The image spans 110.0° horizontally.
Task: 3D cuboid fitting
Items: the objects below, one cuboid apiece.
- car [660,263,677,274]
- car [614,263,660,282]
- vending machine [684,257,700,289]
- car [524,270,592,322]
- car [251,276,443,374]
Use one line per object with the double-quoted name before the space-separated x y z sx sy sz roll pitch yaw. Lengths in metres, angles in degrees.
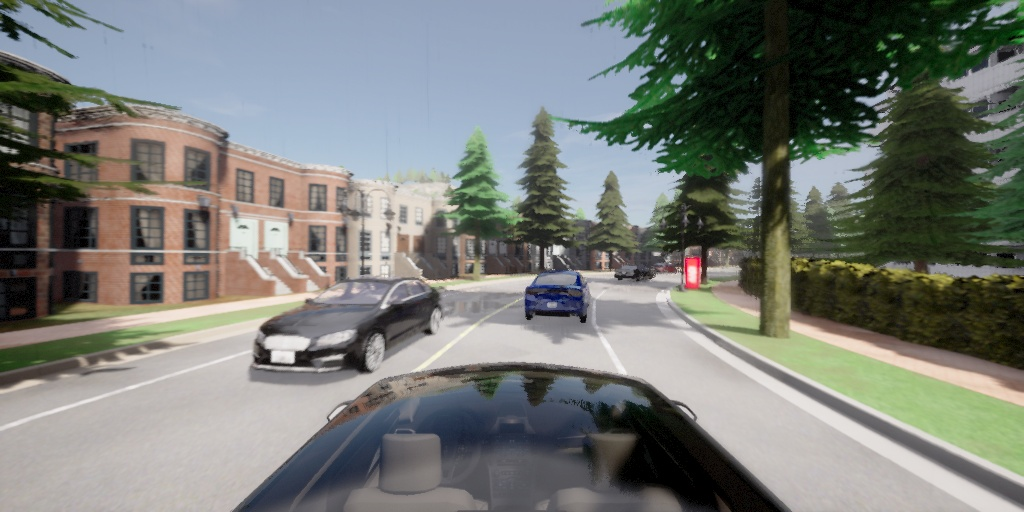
"car" 17.867 1.469 42.731 4.181 1.385 1.994 0 0 -41
"car" 10.387 1.387 30.175 2.033 1.411 5.357 0 0 39
"vending machine" 11.072 1.042 22.001 1.100 2.100 0.880 0 0 30
"car" 1.724 1.242 12.577 1.882 1.535 5.008 0 0 14
"car" -2.980 1.214 7.657 2.128 1.511 4.902 0 0 9
